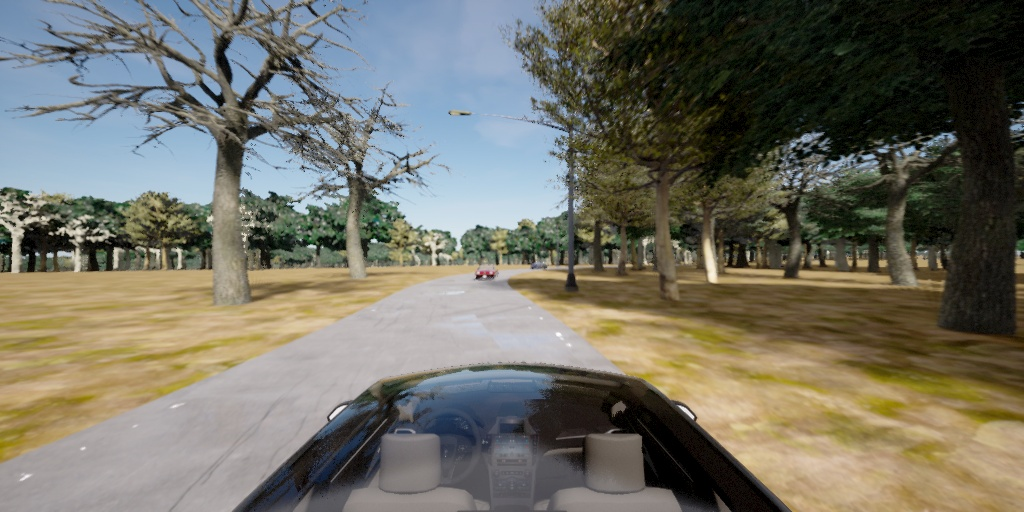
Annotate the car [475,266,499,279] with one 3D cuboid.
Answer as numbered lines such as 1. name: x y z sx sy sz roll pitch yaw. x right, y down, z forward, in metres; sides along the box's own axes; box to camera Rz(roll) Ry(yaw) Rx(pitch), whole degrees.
1. car: -2.351 1.596 35.106 1.895 1.301 4.718 0 0 4
